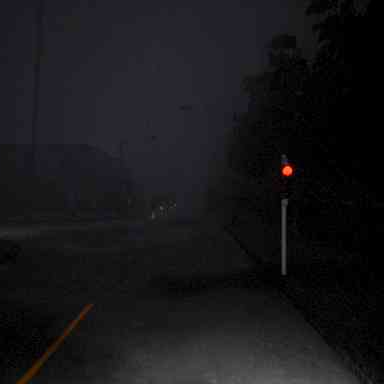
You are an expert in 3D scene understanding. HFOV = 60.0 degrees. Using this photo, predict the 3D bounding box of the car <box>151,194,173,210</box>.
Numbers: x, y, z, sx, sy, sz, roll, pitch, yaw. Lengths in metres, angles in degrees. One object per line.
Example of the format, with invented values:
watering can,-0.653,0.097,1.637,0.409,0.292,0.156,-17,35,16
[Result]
car,-4.068,1.235,43.923,2.150,2.045,5.566,0,0,0

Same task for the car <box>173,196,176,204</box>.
car,-4.052,1.522,53.841,1.837,1.490,4.892,0,0,0
